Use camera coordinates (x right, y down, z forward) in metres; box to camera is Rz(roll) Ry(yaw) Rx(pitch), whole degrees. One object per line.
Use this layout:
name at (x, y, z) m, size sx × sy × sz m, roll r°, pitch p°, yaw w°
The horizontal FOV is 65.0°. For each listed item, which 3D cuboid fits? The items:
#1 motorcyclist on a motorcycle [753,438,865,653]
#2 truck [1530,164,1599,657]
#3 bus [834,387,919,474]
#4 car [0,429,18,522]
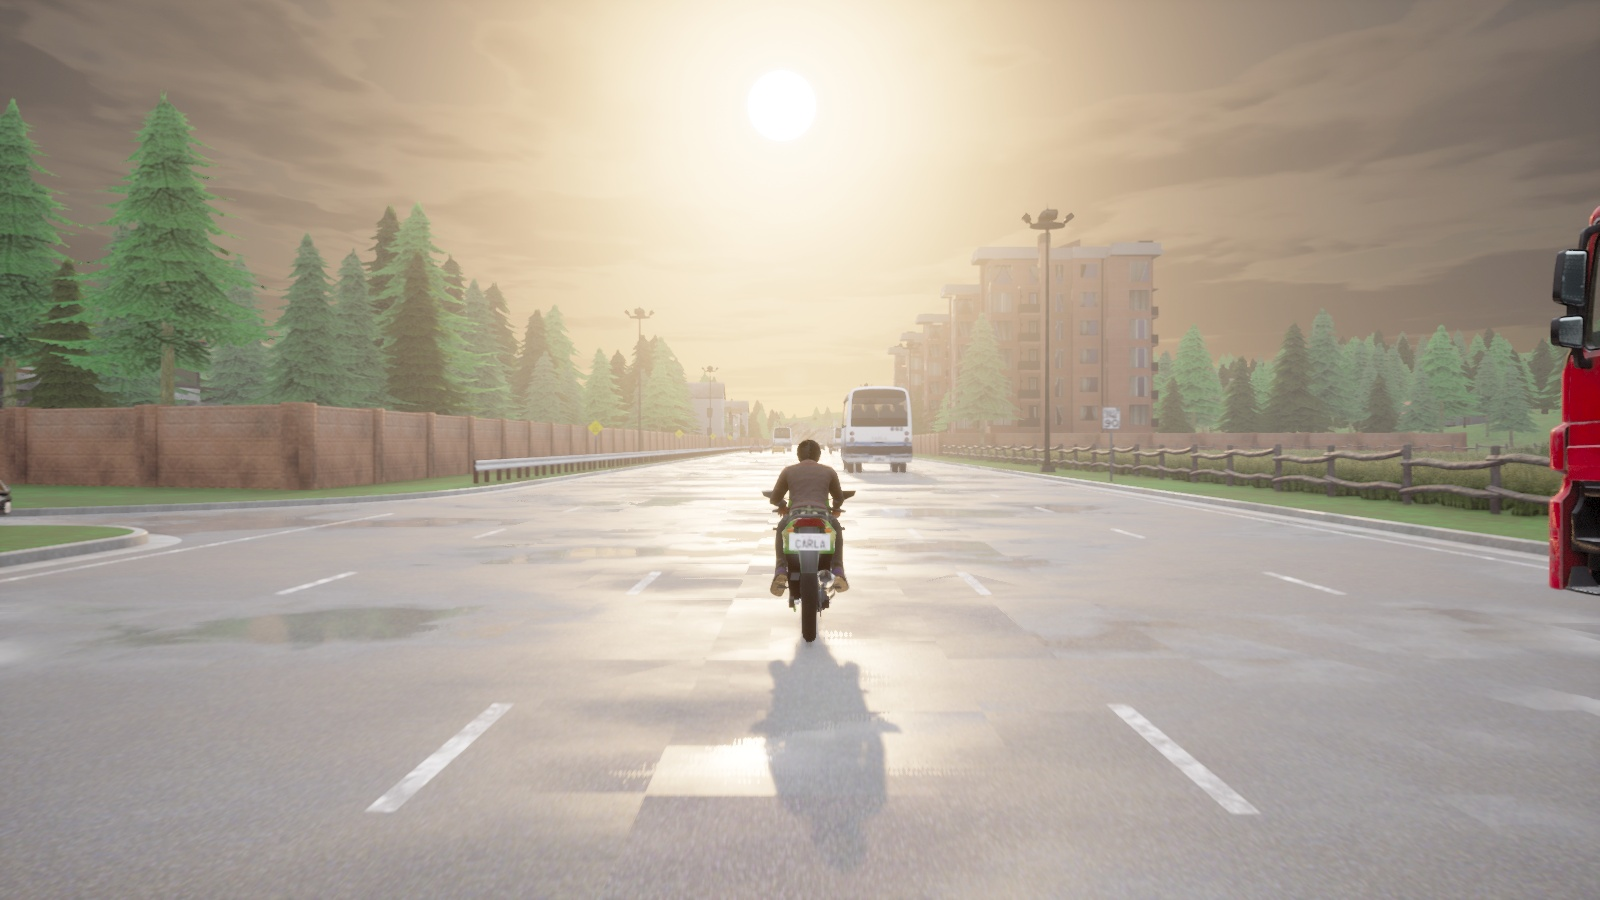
motorcyclist on a motorcycle at (0.070, 0.673, 9.944) m, size 0.797 × 1.523 × 2.044 m, roll 0°, pitch 0°, yaw 0°
truck at (7.047, -0.262, 5.686) m, size 2.891 × 3.462 × 7.936 m, roll 0°, pitch 0°, yaw 0°
bus at (3.880, -1.002, 66.525) m, size 3.944 × 4.253 × 10.273 m, roll 0°, pitch 0°, yaw 0°
car at (-16.600, 0.453, 22.019) m, size 4.611 × 1.667 × 2.242 m, roll 0°, pitch 0°, yaw -23°
